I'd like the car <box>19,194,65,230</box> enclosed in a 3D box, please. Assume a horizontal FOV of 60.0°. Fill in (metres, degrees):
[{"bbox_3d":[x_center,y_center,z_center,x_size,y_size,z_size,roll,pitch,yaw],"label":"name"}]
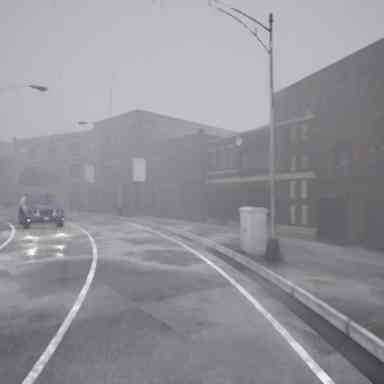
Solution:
[{"bbox_3d":[-9.647,1.134,21.144,2.150,2.045,5.566,1,0,-32],"label":"car"}]
